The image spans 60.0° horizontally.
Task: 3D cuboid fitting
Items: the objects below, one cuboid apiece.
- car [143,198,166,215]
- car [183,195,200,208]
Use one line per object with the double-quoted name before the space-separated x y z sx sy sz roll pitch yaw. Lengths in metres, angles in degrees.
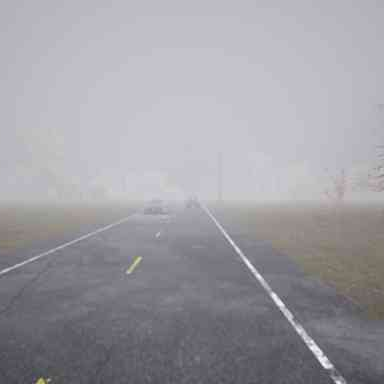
"car" -3.597 1.409 32.981 1.837 1.490 4.892 0 0 0
"car" 0.094 1.470 44.471 1.895 1.301 4.718 0 0 0
